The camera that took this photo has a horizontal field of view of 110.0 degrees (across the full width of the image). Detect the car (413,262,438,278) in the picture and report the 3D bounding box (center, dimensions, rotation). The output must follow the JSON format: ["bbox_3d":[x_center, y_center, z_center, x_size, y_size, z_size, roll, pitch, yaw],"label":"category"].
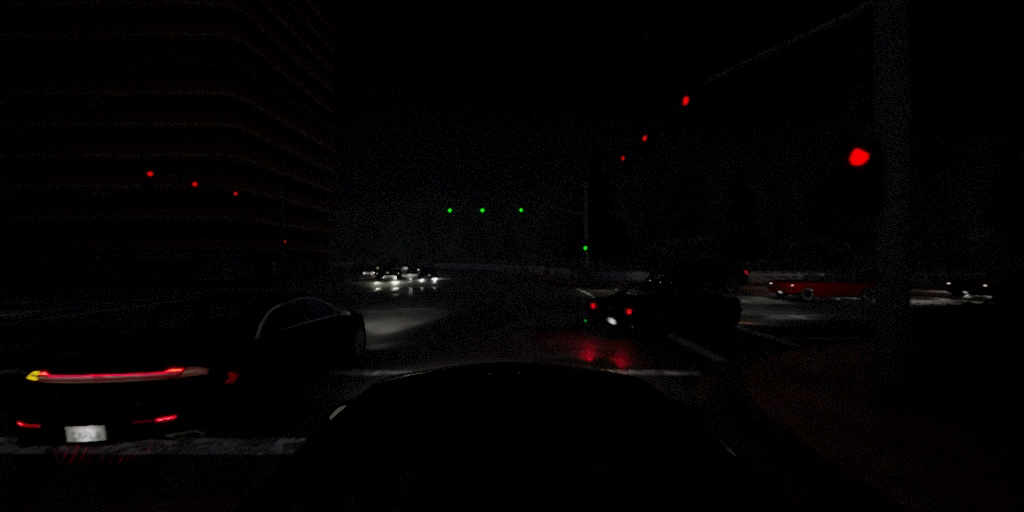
[{"bbox_3d":[-8.953,1.495,37.823,2.033,1.411,5.357,0,0,-18],"label":"car"}]

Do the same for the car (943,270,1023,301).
[{"bbox_3d":[24.766,1.494,17.849,4.718,1.301,1.895,0,0,0],"label":"car"}]

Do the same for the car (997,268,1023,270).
[{"bbox_3d":[29.901,1.437,21.299,4.674,1.442,1.812,0,0,1],"label":"car"}]

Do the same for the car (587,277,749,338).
[{"bbox_3d":[4.581,1.443,10.494,4.718,1.301,1.895,1,-1,-29],"label":"car"}]

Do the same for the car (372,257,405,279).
[{"bbox_3d":[-11.871,1.153,34.877,2.150,2.045,5.566,0,0,-15],"label":"car"}]

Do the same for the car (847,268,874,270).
[{"bbox_3d":[20.803,1.438,21.367,4.674,1.442,1.812,0,0,0],"label":"car"}]

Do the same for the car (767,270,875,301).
[{"bbox_3d":[15.599,1.494,17.919,4.718,1.301,1.895,0,0,0],"label":"car"}]

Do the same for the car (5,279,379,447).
[{"bbox_3d":[-3.707,1.280,5.354,2.128,1.511,4.902,0,-1,-5],"label":"car"}]

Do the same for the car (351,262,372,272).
[{"bbox_3d":[-21.530,1.588,51.687,4.181,1.385,1.994,0,0,43],"label":"car"}]

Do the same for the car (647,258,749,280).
[{"bbox_3d":[11.035,1.135,21.473,5.566,2.045,2.150,0,0,1],"label":"car"}]

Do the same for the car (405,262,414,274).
[{"bbox_3d":[-12.989,1.500,46.503,1.837,1.490,4.892,0,0,-32],"label":"car"}]
